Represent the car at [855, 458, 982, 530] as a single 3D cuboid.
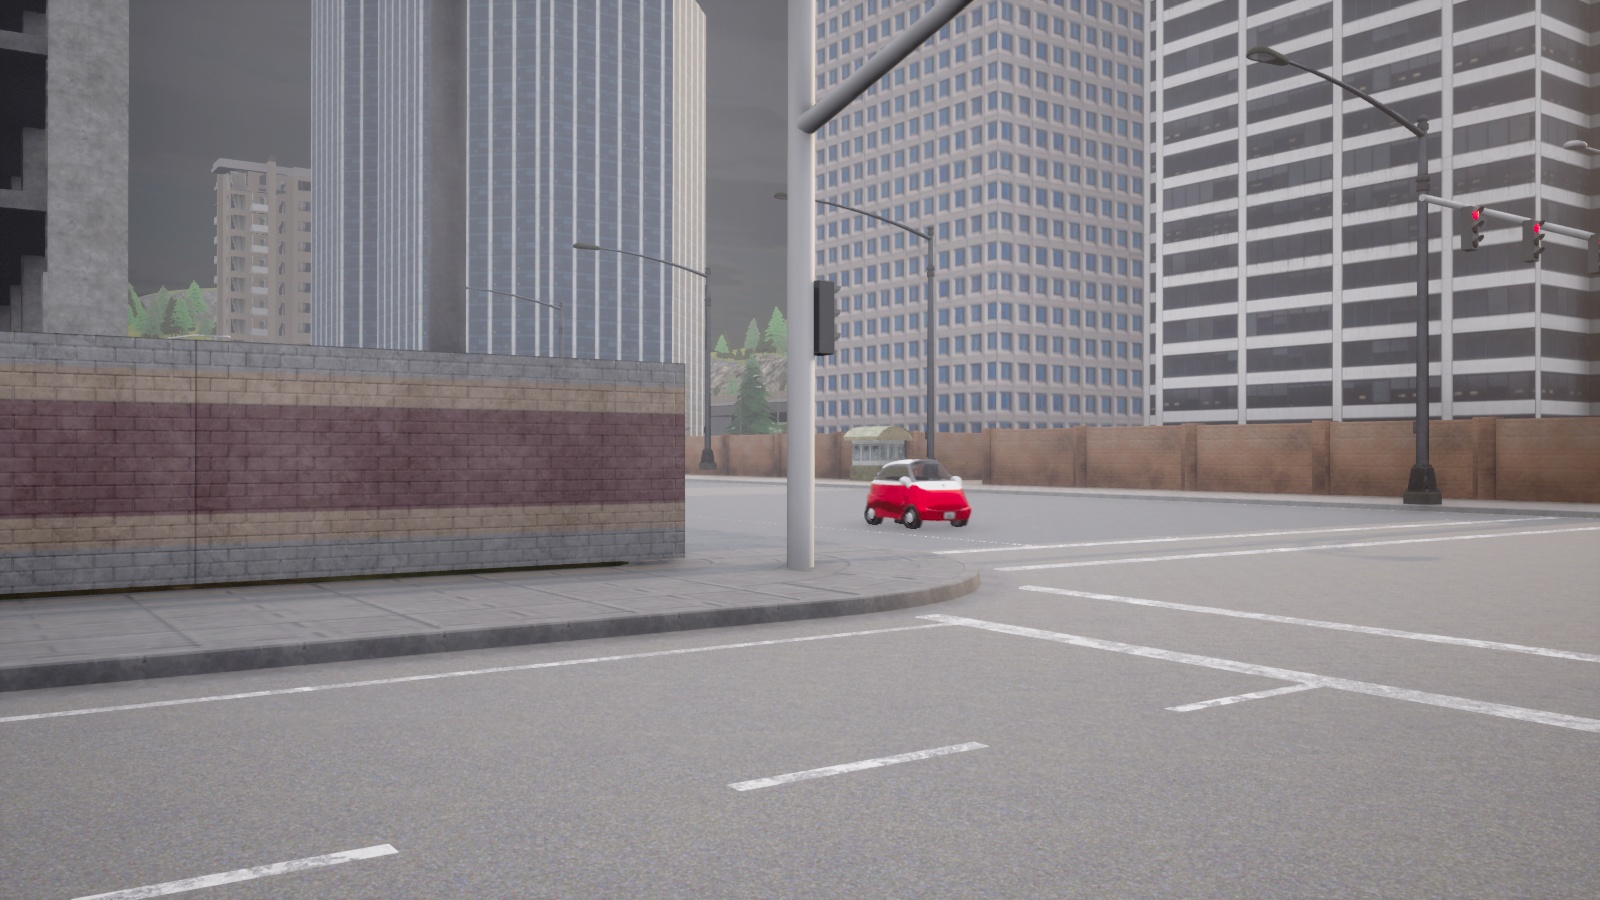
[{"bbox_3d":[2.369,0.857,25.449,1.481,1.376,2.207,0,-1,-35],"label":"car"}]
